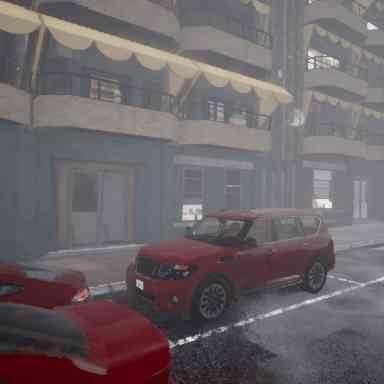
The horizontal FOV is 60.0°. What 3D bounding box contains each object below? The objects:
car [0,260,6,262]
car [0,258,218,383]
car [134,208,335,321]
[{"bbox_3d":[-3.374,1.582,4.137,4.206,1.307,1.802,0,1,-35],"label":"car"},{"bbox_3d":[-2.422,1.477,1.651,5.008,1.535,1.882,0,0,-36],"label":"car"},{"bbox_3d":[1.124,1.318,7.341,5.009,1.841,2.192,0,1,-35],"label":"car"}]
